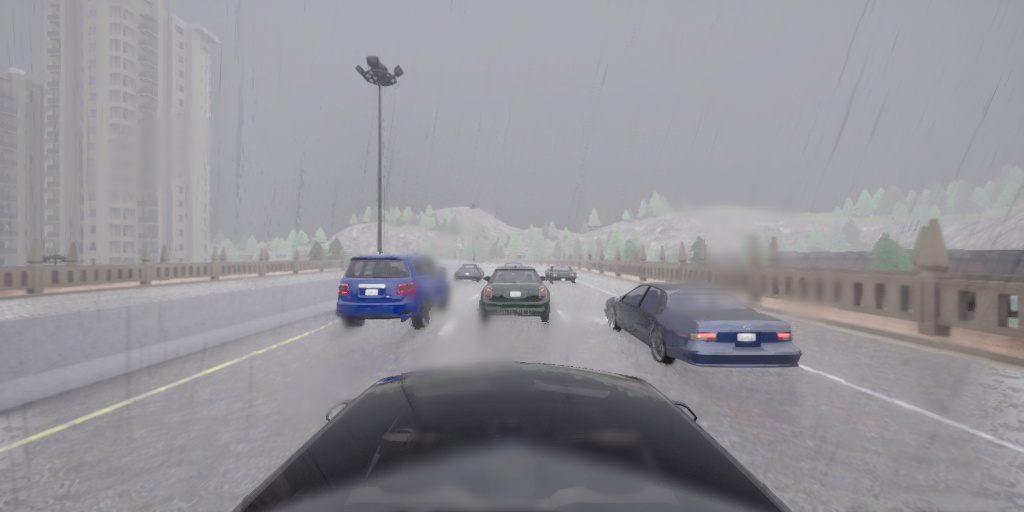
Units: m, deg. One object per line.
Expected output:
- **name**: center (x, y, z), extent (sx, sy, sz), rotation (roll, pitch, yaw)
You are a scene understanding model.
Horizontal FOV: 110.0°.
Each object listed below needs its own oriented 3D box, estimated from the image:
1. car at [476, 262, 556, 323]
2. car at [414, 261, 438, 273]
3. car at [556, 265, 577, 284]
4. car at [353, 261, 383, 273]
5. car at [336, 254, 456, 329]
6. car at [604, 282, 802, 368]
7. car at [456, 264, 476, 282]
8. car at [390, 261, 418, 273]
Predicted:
- **car**: center (0.100, 1.103, 12.314), extent (2.097, 1.767, 4.553), rotation (0, 0, 0)
- **car**: center (-10.584, 1.361, 44.361), extent (1.994, 1.385, 4.181), rotation (0, 0, 0)
- **car**: center (3.601, 1.364, 27.343), extent (1.895, 1.301, 4.718), rotation (0, 0, 0)
- **car**: center (-17.583, 1.359, 44.049), extent (1.994, 1.385, 4.181), rotation (0, 0, 0)
- **car**: center (-3.399, 0.972, 11.369), extent (2.150, 2.045, 5.566), rotation (0, 0, 0)
- **car**: center (3.595, 1.297, 8.021), extent (2.033, 1.411, 5.357), rotation (0, 0, 0)
- **car**: center (-3.399, 1.329, 29.255), extent (1.994, 1.385, 4.181), rotation (0, 0, 0)
- **car**: center (-14.078, 1.352, 47.079), extent (2.033, 1.411, 5.357), rotation (0, 0, 0)
